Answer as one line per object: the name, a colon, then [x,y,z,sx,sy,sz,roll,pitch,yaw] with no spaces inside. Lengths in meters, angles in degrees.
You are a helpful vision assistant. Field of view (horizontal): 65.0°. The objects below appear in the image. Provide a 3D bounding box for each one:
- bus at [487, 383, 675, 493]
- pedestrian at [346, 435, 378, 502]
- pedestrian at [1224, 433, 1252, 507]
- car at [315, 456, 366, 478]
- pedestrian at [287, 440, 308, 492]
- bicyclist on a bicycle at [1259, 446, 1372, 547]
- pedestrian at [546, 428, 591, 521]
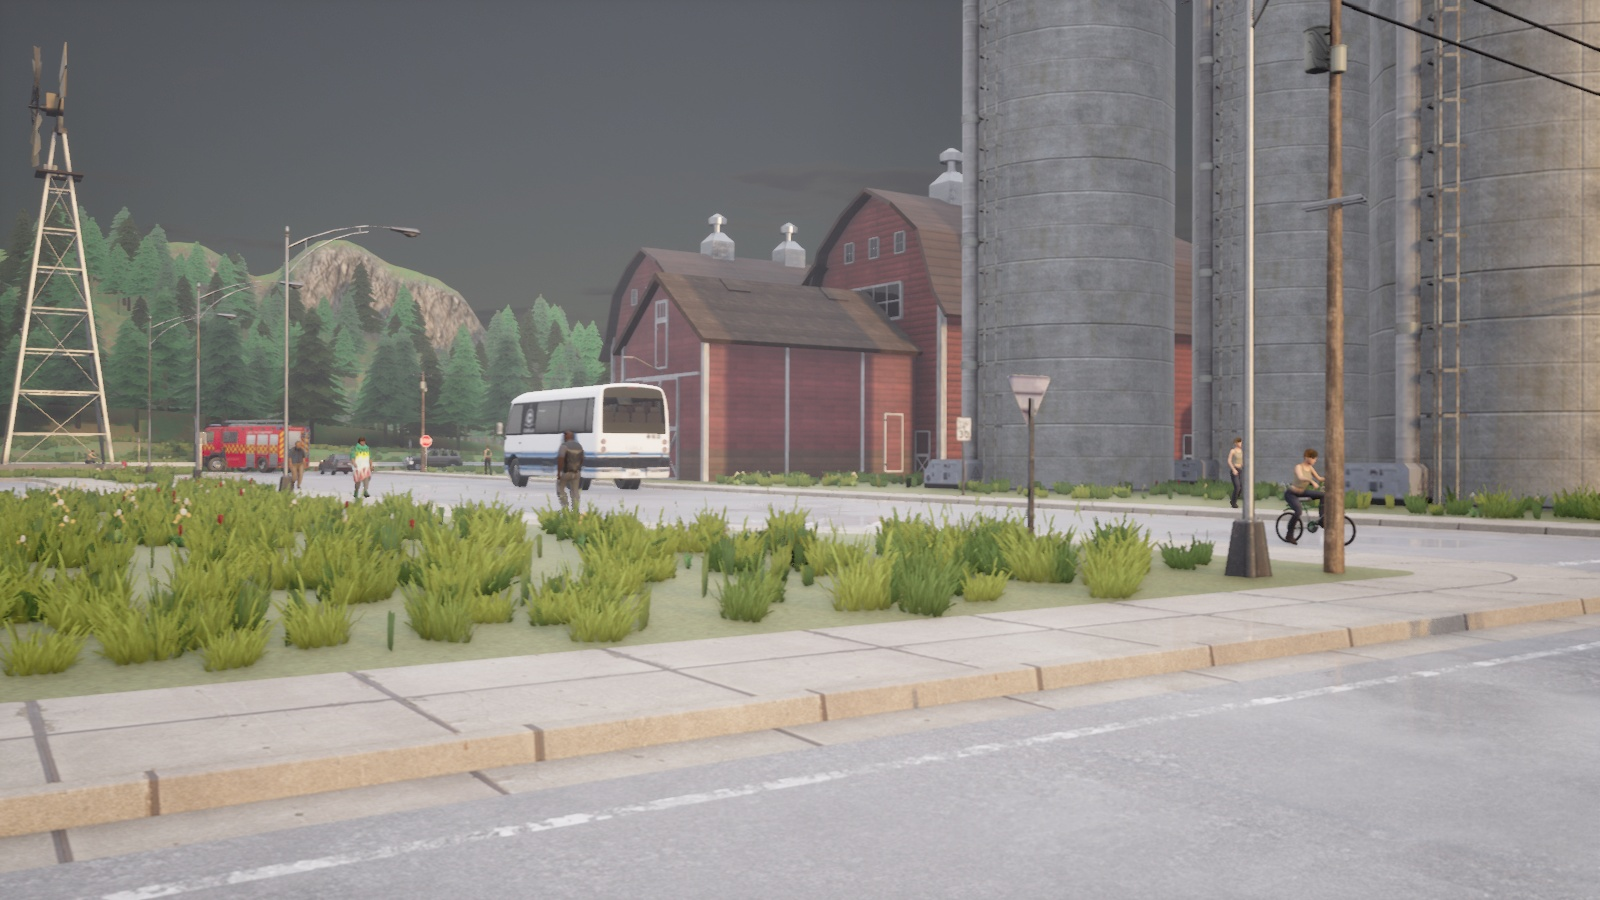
bus: [-9.578,-0.441,53.596,3.944,4.253,10.273,0,0,-35]
pedestrian: [-12.894,0.535,36.967,0.659,1.952,0.873,0,0,-36]
pedestrian: [11.068,0.505,31.758,0.345,1.836,0.594,0,0,-26]
car: [-31.022,1.102,84.692,2.033,1.411,5.357,0,0,-34]
pedestrian: [-18.046,0.566,45.116,0.540,1.848,0.694,0,0,-35]
bicyclist on a bicycle: [8.622,0.750,21.043,0.866,1.612,1.509,0,0,-35]
pedestrian: [-4.785,0.492,25.917,0.563,1.883,0.849,0,0,-40]
